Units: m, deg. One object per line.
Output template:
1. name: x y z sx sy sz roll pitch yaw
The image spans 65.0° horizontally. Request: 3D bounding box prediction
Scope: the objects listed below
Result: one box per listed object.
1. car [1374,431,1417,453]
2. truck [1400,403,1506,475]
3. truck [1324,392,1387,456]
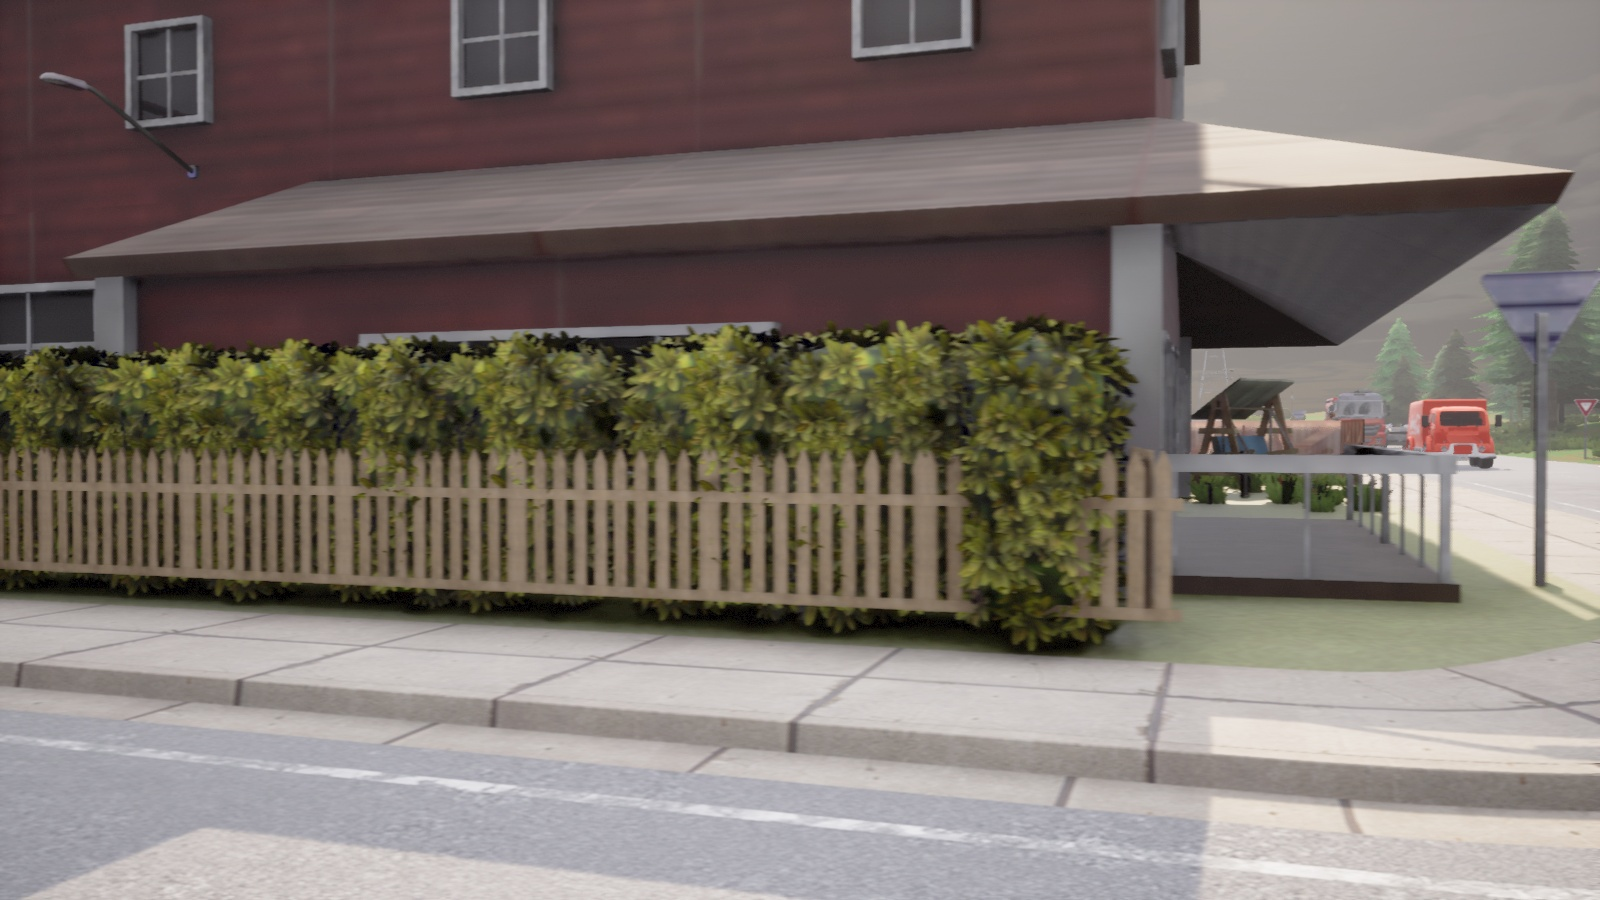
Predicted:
1. car: 41.554 -0.585 87.707 2.128 1.511 4.902 1 1 19
2. truck: 23.656 -0.430 45.721 2.627 2.467 5.204 1 1 19
3. truck: 35.194 -1.609 79.795 2.891 3.827 8.468 1 1 19
